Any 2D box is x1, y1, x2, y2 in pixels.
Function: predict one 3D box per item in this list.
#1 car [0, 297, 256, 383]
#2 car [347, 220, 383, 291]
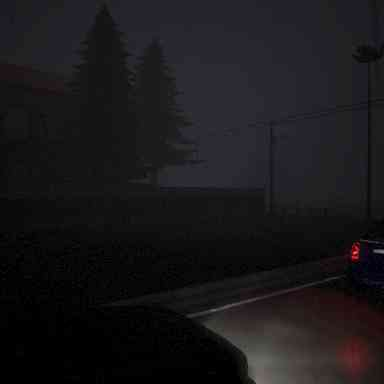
[{"bbox_3d":[-2.001,1.547,2.299,5.357,1.411,2.033,0,0,-36],"label":"car"},{"bbox_3d":[5.698,1.352,7.818,4.553,1.767,2.097,0,0,-35],"label":"car"}]
